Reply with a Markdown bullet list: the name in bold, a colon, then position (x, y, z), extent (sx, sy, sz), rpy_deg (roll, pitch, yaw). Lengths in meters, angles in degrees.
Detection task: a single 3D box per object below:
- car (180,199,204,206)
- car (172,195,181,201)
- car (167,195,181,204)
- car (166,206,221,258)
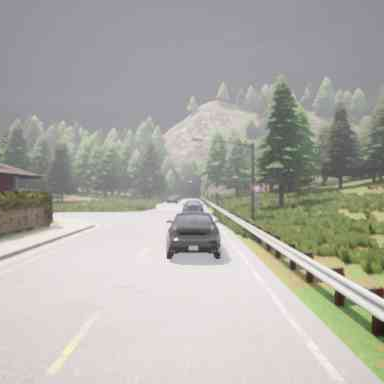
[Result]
- **car**: position (0.091, 1.481, 29.947), extent (1.812, 1.442, 4.674), rpy_deg (1, 0, 0)
- **car**: position (-3.505, 1.343, 75.589), extent (1.812, 1.442, 4.674), rpy_deg (0, 0, 0)
- **car**: position (-3.542, 1.432, 60.542), extent (1.882, 1.535, 5.008), rpy_deg (0, 0, 1)
- **car**: position (0.061, 1.495, 12.719), extent (1.837, 1.490, 4.892), rpy_deg (0, 0, 0)
